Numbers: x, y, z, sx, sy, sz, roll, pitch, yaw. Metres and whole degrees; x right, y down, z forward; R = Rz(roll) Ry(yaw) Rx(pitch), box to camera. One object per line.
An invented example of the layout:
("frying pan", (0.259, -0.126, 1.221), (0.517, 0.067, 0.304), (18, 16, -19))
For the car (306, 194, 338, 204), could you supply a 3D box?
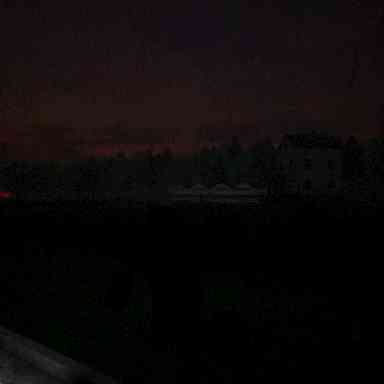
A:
("car", (20.118, 1.262, 51.711), (4.605, 1.855, 1.932), (0, 0, 35))
